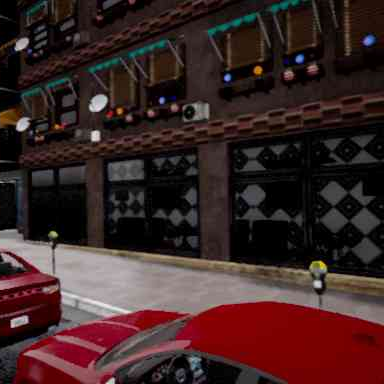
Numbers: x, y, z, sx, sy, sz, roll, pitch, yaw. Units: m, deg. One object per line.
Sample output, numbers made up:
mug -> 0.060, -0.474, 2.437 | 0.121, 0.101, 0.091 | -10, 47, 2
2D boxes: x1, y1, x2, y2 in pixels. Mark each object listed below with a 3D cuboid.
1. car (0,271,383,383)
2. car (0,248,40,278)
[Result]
car -> 0.426, 1.549, 2.442 | 4.507, 1.381, 1.887 | 0, -1, 36
car -> -4.069, 1.573, 5.662 | 4.507, 1.381, 1.887 | 0, -1, 36
